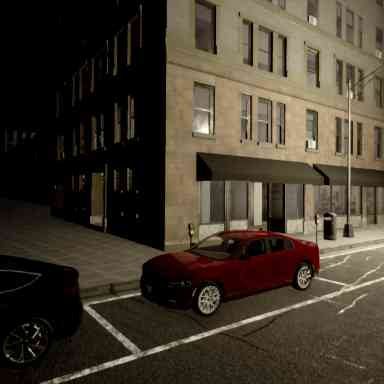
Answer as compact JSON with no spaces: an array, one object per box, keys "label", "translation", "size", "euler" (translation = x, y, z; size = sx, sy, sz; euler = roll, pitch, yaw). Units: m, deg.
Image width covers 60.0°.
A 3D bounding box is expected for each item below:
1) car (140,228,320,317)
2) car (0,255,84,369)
[{"label":"car","translation":[1.017,1.546,7.477],"size":[4.507,1.381,1.887],"euler":[0,1,-35]},{"label":"car","translation":[-3.604,1.565,4.188],"size":[4.313,1.339,1.947],"euler":[0,1,-35]}]
